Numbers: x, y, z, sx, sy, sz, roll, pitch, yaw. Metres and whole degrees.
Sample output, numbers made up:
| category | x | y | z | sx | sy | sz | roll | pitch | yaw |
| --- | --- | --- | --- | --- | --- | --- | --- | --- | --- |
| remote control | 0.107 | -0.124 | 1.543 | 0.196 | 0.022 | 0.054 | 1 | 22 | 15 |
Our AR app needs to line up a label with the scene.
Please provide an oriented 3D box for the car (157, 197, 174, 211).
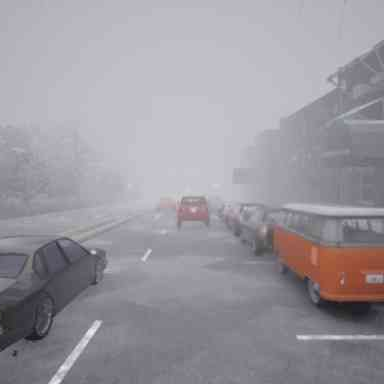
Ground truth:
| category | x | y | z | sx | sy | sz | roll | pitch | yaw |
| --- | --- | --- | --- | --- | --- | --- | --- | --- | --- |
| car | -3.151 | 1.441 | 41.968 | 2.097 | 1.767 | 4.553 | 0 | 0 | 0 |

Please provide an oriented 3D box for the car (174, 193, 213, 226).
| category | x | y | z | sx | sy | sz | roll | pitch | yaw |
| --- | --- | --- | --- | --- | --- | --- | --- | --- | --- |
| car | 0.098 | 1.274 | 23.784 | 2.150 | 2.045 | 5.566 | 0 | 0 | 0 |

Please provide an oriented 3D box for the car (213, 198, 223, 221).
| category | x | y | z | sx | sy | sz | roll | pitch | yaw |
| --- | --- | --- | --- | --- | --- | --- | --- | --- | --- |
| car | 3.224 | 1.544 | 29.889 | 2.231 | 1.521 | 4.892 | 0 | 0 | 0 |

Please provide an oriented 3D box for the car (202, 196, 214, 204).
| category | x | y | z | sx | sy | sz | roll | pitch | yaw |
| --- | --- | --- | --- | --- | --- | --- | --- | --- | --- |
| car | 3.209 | 1.626 | 68.567 | 2.231 | 1.521 | 4.892 | 0 | 0 | 0 |

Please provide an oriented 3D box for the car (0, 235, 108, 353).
| category | x | y | z | sx | sy | sz | roll | pitch | yaw |
| --- | --- | --- | --- | --- | --- | --- | --- | --- | --- |
| car | -3.150 | 1.561 | 6.442 | 2.033 | 1.411 | 5.357 | 0 | 0 | 0 |

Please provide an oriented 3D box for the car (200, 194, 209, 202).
| category | x | y | z | sx | sy | sz | roll | pitch | yaw |
| --- | --- | --- | --- | --- | --- | --- | --- | --- | --- |
| car | 3.193 | 1.534 | 85.242 | 2.185 | 1.767 | 4.553 | 0 | 0 | 0 |

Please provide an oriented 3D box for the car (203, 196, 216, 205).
| category | x | y | z | sx | sy | sz | roll | pitch | yaw |
| --- | --- | --- | --- | --- | --- | --- | --- | --- | --- |
| car | 3.212 | 1.614 | 63.041 | 2.231 | 1.521 | 4.892 | 0 | 0 | 0 |

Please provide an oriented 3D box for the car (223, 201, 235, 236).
| category | x | y | z | sx | sy | sz | roll | pitch | yaw |
| --- | --- | --- | --- | --- | --- | --- | --- | --- | --- |
| car | 3.224 | 1.395 | 18.939 | 2.185 | 1.767 | 4.553 | 0 | 0 | 0 |

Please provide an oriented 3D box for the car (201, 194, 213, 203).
| category | x | y | z | sx | sy | sz | roll | pitch | yaw |
| --- | --- | --- | --- | --- | --- | --- | --- | --- | --- |
| car | 3.203 | 1.385 | 74.252 | 2.435 | 2.045 | 5.566 | 0 | 0 | 0 |

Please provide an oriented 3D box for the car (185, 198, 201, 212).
| category | x | y | z | sx | sy | sz | roll | pitch | yaw |
| --- | --- | --- | --- | --- | --- | --- | --- | --- | --- |
| car | 0.099 | 1.567 | 42.141 | 1.882 | 1.535 | 5.008 | 0 | 0 | 0 |

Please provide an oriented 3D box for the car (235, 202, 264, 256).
| category | x | y | z | sx | sy | sz | roll | pitch | yaw |
| --- | --- | --- | --- | --- | --- | --- | --- | --- | --- |
| car | 3.225 | 1.383 | 13.415 | 2.185 | 1.767 | 4.553 | 0 | 0 | 0 |

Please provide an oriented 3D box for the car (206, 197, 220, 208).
| category | x | y | z | sx | sy | sz | roll | pitch | yaw |
| --- | --- | --- | --- | --- | --- | --- | --- | --- | --- |
| car | 3.223 | 1.587 | 52.183 | 1.946 | 1.575 | 5.366 | 0 | 0 | 0 |

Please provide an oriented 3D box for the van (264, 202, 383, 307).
| category | x | y | z | sx | sy | sz | roll | pitch | yaw |
| --- | --- | --- | --- | --- | --- | --- | --- | --- | --- |
| van | 3.225 | 1.271 | 8.037 | 1.878 | 1.987 | 4.442 | 0 | 0 | 0 |
